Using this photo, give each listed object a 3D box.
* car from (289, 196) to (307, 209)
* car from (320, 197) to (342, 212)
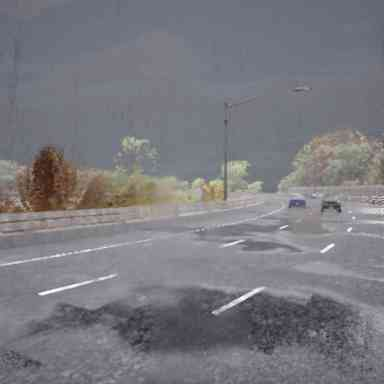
[{"bbox_3d":[12.994,1.202,40.821,1.882,1.535,5.008,1,1,19],"label":"car"},{"bbox_3d":[14.675,1.284,35.131,1.837,1.490,4.892,1,1,21],"label":"car"}]
